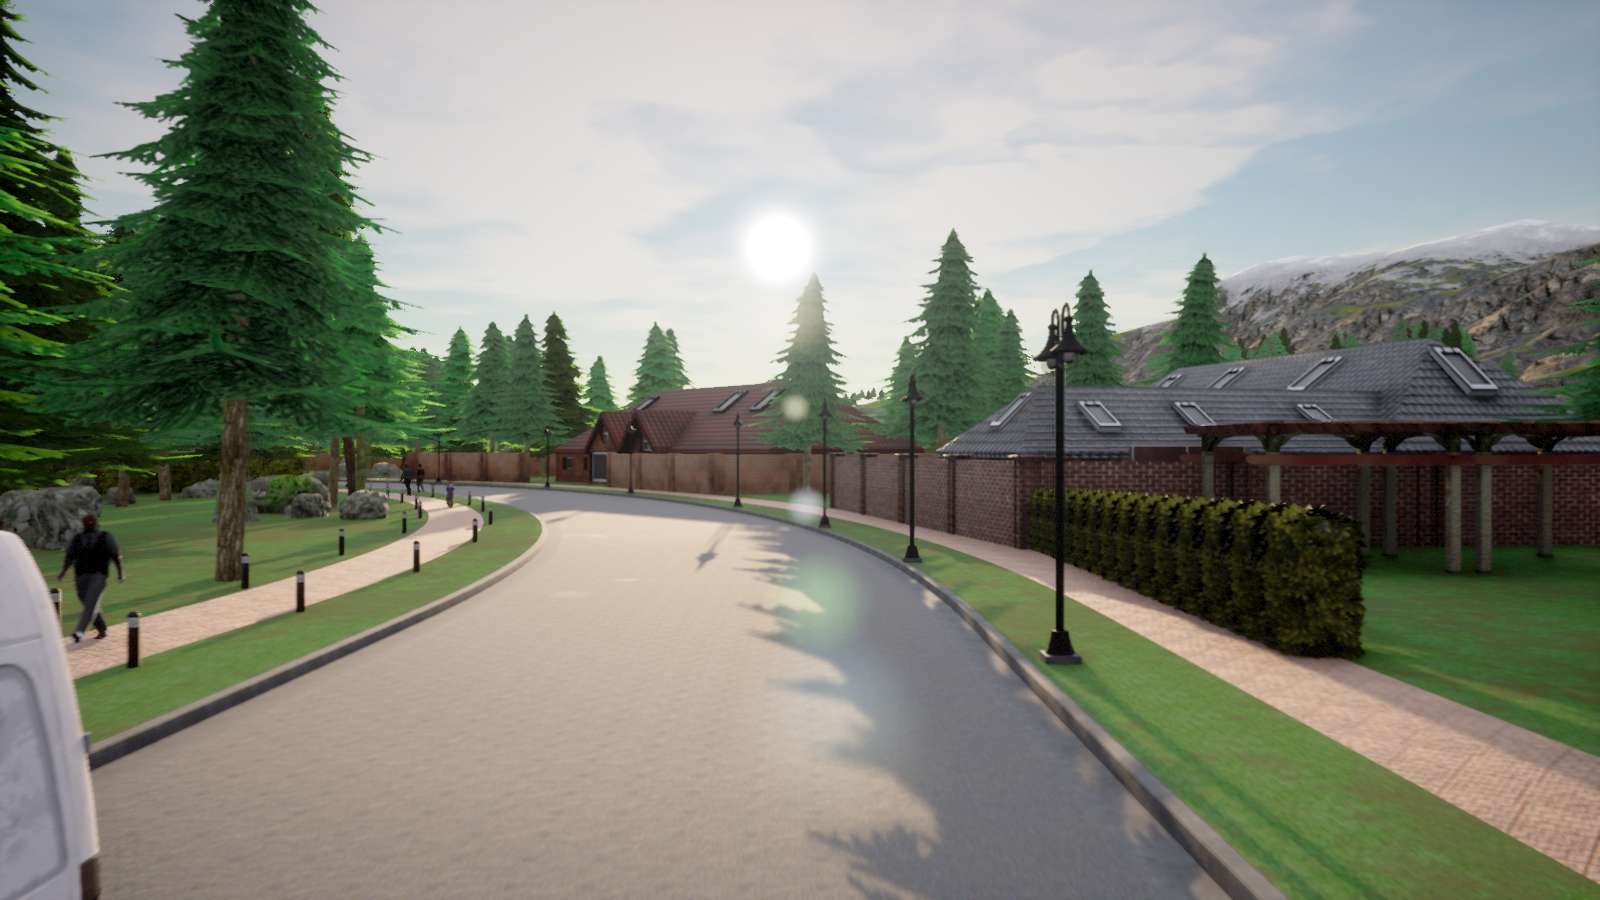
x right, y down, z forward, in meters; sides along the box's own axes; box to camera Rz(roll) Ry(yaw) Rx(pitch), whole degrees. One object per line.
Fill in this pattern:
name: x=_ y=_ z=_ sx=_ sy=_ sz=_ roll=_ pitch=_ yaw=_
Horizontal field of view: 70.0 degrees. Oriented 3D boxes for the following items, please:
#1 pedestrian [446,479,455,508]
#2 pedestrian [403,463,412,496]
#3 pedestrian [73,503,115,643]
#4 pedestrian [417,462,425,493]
pedestrian: x=-15.769 y=1.942 z=51.561 sx=0.375 sy=1.300 sz=0.375 roll=0 pitch=0 yaw=-16
pedestrian: x=-22.032 y=1.661 z=64.147 sx=0.375 sy=1.860 sz=0.375 roll=0 pitch=0 yaw=44
pedestrian: x=-9.610 y=1.662 z=15.564 sx=0.375 sy=1.860 sz=0.375 roll=0 pitch=0 yaw=-9
pedestrian: x=-23.118 y=1.662 z=69.672 sx=0.375 sy=1.860 sz=0.375 roll=0 pitch=0 yaw=43
